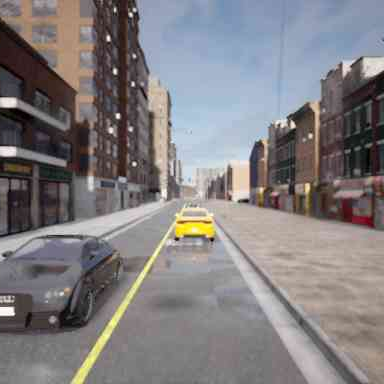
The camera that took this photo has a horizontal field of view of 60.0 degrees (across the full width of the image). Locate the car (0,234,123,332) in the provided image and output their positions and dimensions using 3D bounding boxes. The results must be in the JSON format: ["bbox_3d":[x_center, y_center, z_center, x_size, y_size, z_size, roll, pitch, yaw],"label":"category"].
[{"bbox_3d":[-2.768,1.602,6.951,1.994,1.385,4.181,0,0,1],"label":"car"}]

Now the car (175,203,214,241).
[{"bbox_3d":[0.122,1.573,17.463,1.882,1.535,5.008,0,0,0],"label":"car"}]

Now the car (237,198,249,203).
[{"bbox_3d":[13.313,2.140,81.905,4.313,1.339,1.947,0,-1,0],"label":"car"}]

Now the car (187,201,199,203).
[{"bbox_3d":[0.150,1.831,42.313,1.895,1.301,4.718,0,0,0],"label":"car"}]
